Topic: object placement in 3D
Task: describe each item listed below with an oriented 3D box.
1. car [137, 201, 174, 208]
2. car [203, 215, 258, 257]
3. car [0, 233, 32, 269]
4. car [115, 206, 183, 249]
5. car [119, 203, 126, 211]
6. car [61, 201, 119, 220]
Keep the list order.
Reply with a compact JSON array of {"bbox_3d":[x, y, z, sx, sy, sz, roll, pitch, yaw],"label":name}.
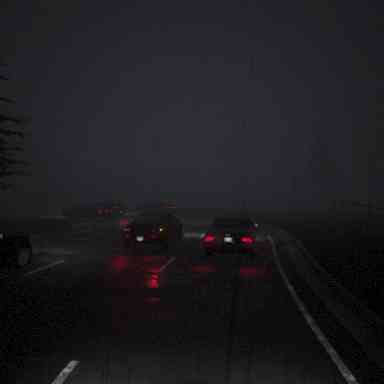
[{"bbox_3d":[-3.668,1.630,32.970,1.837,1.490,4.892,2,-2,-44],"label":"car"},{"bbox_3d":[1.613,1.607,13.259,2.033,1.411,5.357,0,0,10],"label":"car"},{"bbox_3d":[-6.096,1.494,8.370,1.882,1.535,5.008,0,0,6],"label":"car"},{"bbox_3d":[-1.615,1.582,14.835,1.812,1.442,4.674,0,0,9],"label":"car"},{"bbox_3d":[-8.642,1.613,32.481,4.892,1.490,1.837,0,-2,33],"label":"car"},{"bbox_3d":[-9.161,1.639,29.020,5.357,1.411,2.033,0,0,35],"label":"car"}]
